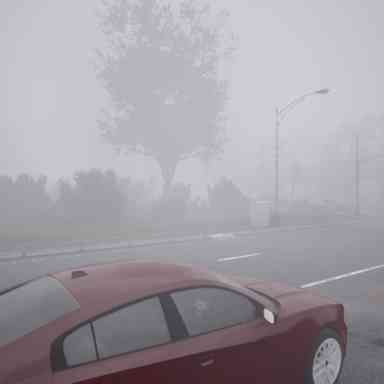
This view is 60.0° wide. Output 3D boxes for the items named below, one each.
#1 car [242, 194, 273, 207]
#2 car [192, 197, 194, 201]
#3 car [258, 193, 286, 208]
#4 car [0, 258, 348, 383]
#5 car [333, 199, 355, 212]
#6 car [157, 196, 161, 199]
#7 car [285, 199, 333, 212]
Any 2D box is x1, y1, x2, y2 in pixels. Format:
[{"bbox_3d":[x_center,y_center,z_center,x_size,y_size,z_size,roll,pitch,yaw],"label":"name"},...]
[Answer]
[{"bbox_3d":[8.526,1.491,46.680,1.837,1.490,4.892,0,1,-32],"label":"car"},{"bbox_3d":[-1.093,1.433,67.639,2.033,1.411,5.357,0,0,-35],"label":"car"},{"bbox_3d":[11.615,1.207,48.351,2.150,2.045,5.566,0,1,-32],"label":"car"},{"bbox_3d":[-0.349,1.478,3.495,5.008,1.535,1.882,0,0,-35],"label":"car"},{"bbox_3d":[16.998,1.523,39.819,1.812,1.442,4.674,0,0,-32],"label":"car"},{"bbox_3d":[-5.329,1.374,67.599,1.882,1.535,5.008,0,0,-36],"label":"car"},{"bbox_3d":[13.547,1.523,38.735,1.812,1.442,4.674,0,0,-31],"label":"car"}]
